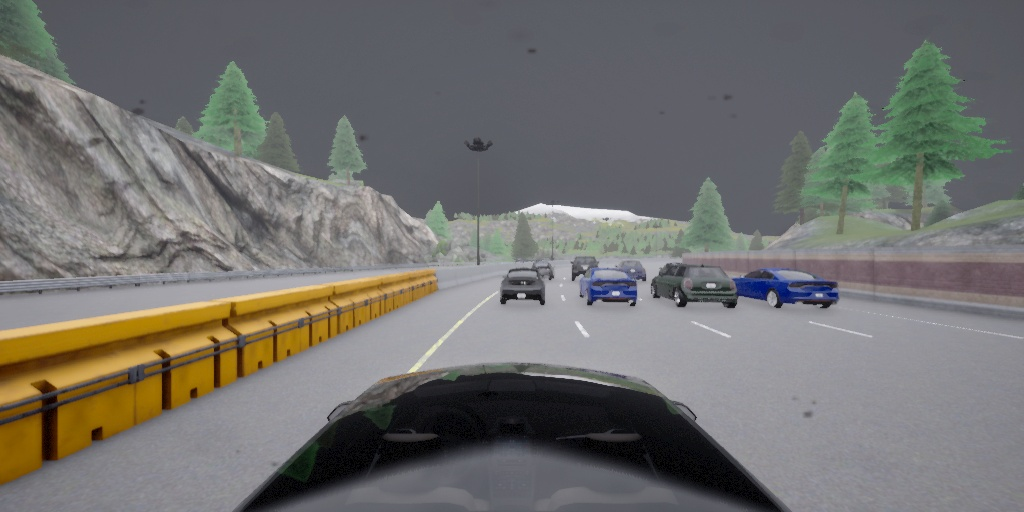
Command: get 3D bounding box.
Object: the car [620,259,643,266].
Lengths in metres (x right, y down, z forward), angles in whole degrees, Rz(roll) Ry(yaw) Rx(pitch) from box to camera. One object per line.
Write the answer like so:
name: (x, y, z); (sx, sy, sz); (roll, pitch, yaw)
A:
car: (9.460, 1.114, 28.968); (2.097, 1.767, 4.553); (0, 0, 11)

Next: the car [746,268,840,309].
car: (11.027, 1.232, 15.074); (1.882, 1.535, 5.008); (0, 0, 5)

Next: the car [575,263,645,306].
car: (4.055, 1.232, 15.700); (1.882, 1.535, 5.008); (0, 0, 5)

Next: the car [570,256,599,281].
car: (6.035, 1.005, 29.693); (2.150, 2.045, 5.566); (0, 0, 11)

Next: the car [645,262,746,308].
car: (7.538, 1.113, 15.357); (2.097, 1.767, 4.553); (0, 0, 5)

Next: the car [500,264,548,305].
car: (0.569, 1.264, 16.013); (1.837, 1.490, 4.892); (0, 0, 5)

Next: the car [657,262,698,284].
car: (12.902, 1.264, 28.331); (1.837, 1.490, 4.892); (0, 0, 11)

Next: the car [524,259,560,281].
car: (2.593, 1.243, 30.329); (2.128, 1.511, 4.902); (0, 0, 11)
